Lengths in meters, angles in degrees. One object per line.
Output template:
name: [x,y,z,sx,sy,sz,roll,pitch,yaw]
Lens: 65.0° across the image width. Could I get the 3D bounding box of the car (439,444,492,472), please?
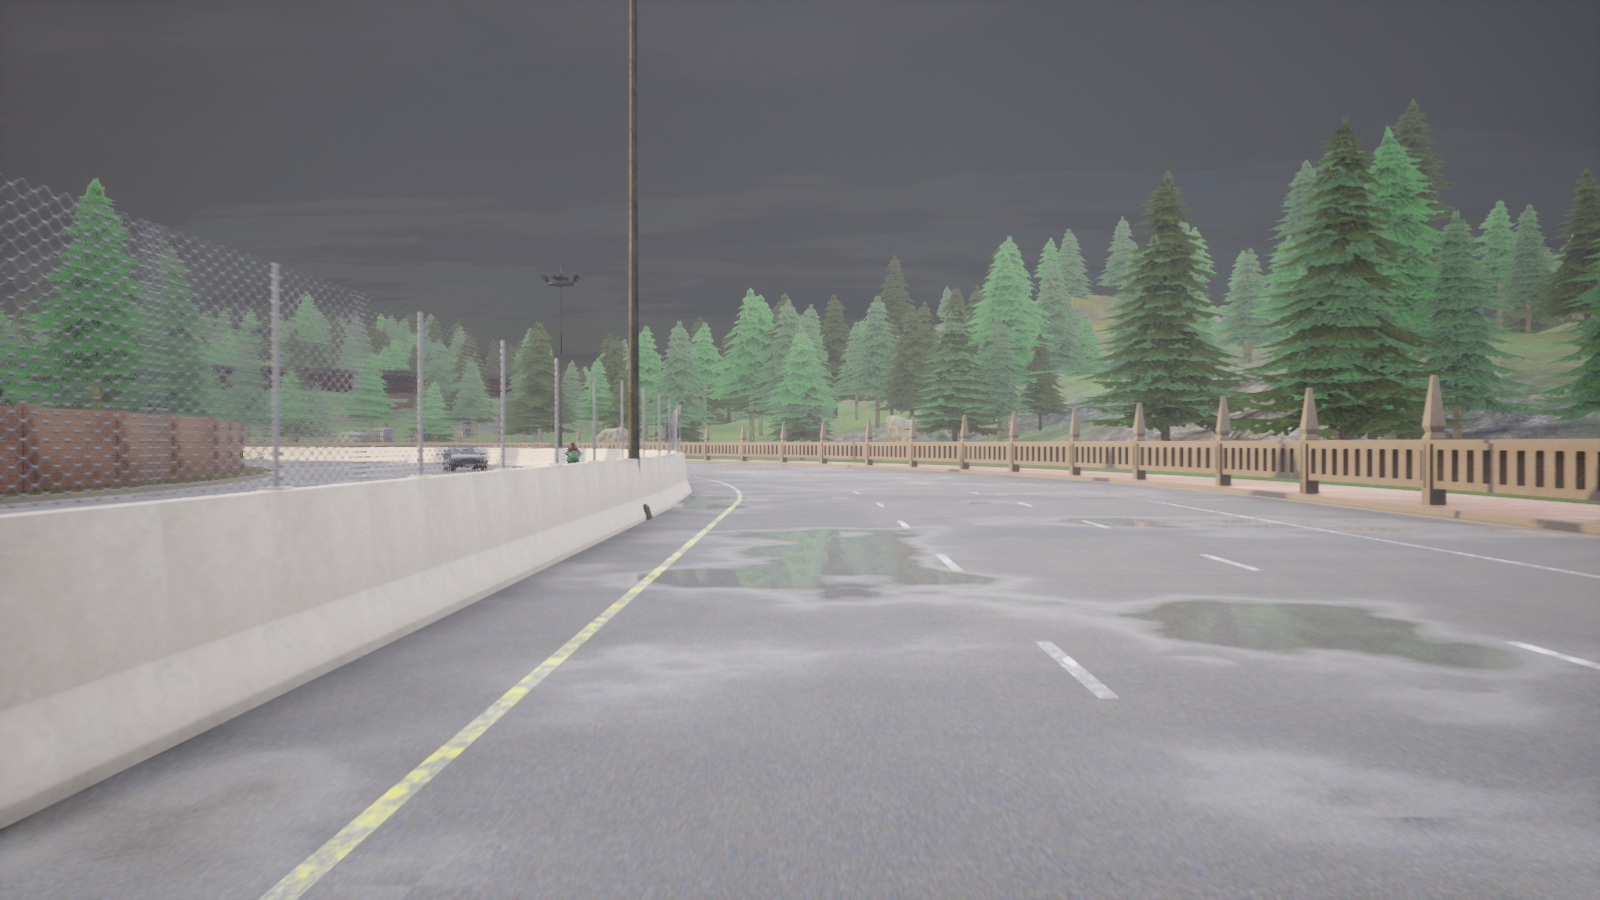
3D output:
car: [-17.885,0.402,67.008,2.033,1.411,5.357,0,0,-23]
